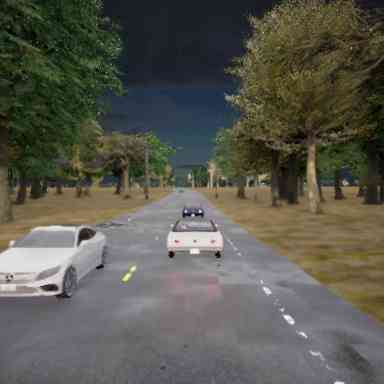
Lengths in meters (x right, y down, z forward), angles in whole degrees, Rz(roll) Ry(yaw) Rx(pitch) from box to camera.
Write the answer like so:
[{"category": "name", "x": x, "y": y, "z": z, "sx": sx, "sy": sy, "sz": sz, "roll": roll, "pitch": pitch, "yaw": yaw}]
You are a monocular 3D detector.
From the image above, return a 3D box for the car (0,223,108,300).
[{"category": "car", "x": -3.502, "y": 1.579, "z": 8.688, "sx": 1.812, "sy": 1.442, "sz": 4.674, "roll": 0, "pitch": 0, "yaw": 0}]

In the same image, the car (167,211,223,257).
[{"category": "car", "x": 0.097, "y": 1.669, "z": 13.198, "sx": 1.895, "sy": 1.301, "sz": 4.718, "roll": 0, "pitch": 0, "yaw": 0}]

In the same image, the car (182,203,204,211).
[{"category": "car", "x": 0.095, "y": 1.650, "z": 30.119, "sx": 1.895, "sy": 1.301, "sz": 4.718, "roll": 0, "pitch": 0, "yaw": 0}]
